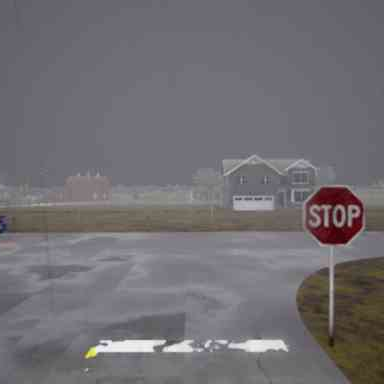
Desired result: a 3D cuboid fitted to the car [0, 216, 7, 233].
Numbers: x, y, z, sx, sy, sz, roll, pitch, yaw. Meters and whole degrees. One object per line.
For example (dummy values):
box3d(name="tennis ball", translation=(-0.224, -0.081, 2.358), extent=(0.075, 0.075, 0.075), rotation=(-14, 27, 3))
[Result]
box3d(name="car", translation=(-11.679, 1.526, 16.207), extent=(5.008, 1.535, 1.882), rotation=(0, 0, 7))
